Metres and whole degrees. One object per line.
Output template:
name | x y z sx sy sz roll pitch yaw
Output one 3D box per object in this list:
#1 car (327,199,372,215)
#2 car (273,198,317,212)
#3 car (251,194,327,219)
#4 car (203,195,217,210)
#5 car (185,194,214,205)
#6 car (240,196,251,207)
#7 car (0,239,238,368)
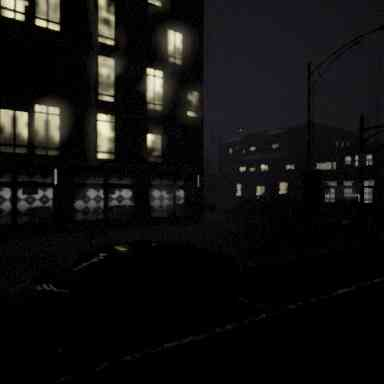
car | 14.178 1.352 30.892 1.887 1.381 4.507 1 0 -36
car | 10.895 1.321 35.361 1.802 1.307 4.206 1 0 -36
car | 7.429 1.087 25.931 2.192 1.841 5.009 1 0 -36
car | 0.857 1.218 34.871 1.802 1.307 4.206 1 0 -36
car | 1.045 1.083 48.771 2.008 1.369 4.403 1 0 -36
car | 7.613 1.111 39.832 1.967 1.590 4.097 1 0 -36
car | -1.095 1.565 5.774 4.313 1.339 1.947 0 0 -35
